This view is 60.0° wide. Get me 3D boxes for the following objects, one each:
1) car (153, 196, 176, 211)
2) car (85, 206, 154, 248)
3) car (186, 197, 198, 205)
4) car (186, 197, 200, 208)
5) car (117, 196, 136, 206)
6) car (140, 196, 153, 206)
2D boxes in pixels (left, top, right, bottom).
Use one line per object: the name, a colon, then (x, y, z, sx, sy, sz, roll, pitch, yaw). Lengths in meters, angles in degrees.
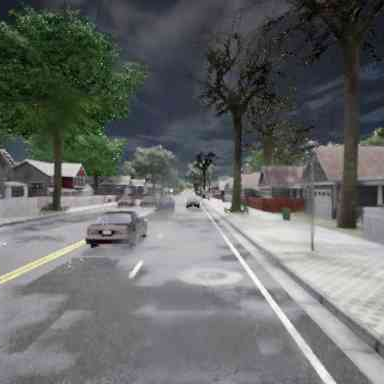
car: (-3.138, 1.368, 40.543, 2.097, 1.767, 4.553, 0, 0, 0)
car: (-3.144, 1.549, 14.804, 2.033, 1.411, 5.357, 0, 0, 0)
car: (0.020, 1.577, 59.865, 2.033, 1.411, 5.357, 0, 0, 0)
car: (0.119, 1.621, 47.735, 1.895, 1.301, 4.718, 0, 0, -1)
car: (-9.783, 1.375, 49.957, 2.097, 1.767, 4.553, 0, 0, 1)
car: (-6.533, 1.375, 49.956, 2.097, 1.767, 4.553, 0, 0, 1)
